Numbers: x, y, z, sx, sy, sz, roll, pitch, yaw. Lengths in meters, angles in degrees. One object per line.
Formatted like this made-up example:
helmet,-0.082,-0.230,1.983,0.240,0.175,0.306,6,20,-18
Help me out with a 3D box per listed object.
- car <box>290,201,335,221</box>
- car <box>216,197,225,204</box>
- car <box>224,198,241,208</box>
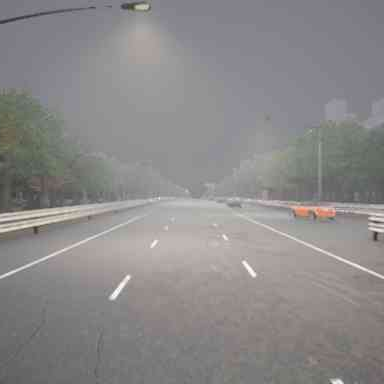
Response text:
car,10.924,1.590,30.499,2.097,1.767,4.553,0,0,-14
car,7.024,1.893,80.140,2.097,1.767,4.553,0,0,0
car,6.872,1.962,54.943,1.895,1.301,4.718,0,0,-1
